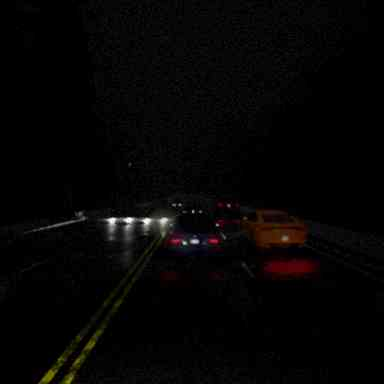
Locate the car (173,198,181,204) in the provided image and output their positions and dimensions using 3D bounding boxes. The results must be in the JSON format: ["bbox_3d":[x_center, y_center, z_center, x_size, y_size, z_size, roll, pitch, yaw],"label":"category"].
[{"bbox_3d":[-3.233,1.963,73.531,2.033,1.411,5.357,0,0,0],"label":"car"}]

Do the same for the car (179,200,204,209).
[{"bbox_3d":[0.103,1.662,29.267,2.033,1.411,5.357,0,0,0],"label":"car"}]

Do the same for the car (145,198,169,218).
[{"bbox_3d":[-3.340,1.610,32.274,1.882,1.535,5.008,0,0,0],"label":"car"}]

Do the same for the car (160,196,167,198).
[{"bbox_3d":[-6.483,1.745,73.975,2.097,1.767,4.553,0,0,0],"label":"car"}]

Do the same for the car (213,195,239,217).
[{"bbox_3d":[3.355,1.358,32.933,2.150,2.045,5.566,0,0,0],"label":"car"}]

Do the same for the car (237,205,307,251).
[{"bbox_3d":[3.345,1.522,14.377,1.882,1.535,5.008,0,0,0],"label":"car"}]

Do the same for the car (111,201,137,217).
[{"bbox_3d":[-6.589,1.639,32.526,1.837,1.490,4.892,0,0,0],"label":"car"}]

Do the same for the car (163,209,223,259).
[{"bbox_3d":[0.093,1.586,12.757,2.033,1.411,5.357,0,0,0],"label":"car"}]
